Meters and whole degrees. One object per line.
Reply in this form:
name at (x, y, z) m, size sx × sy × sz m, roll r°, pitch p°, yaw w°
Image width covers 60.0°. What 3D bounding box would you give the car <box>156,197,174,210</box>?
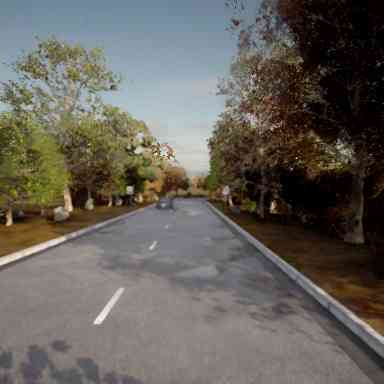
car at (-3.257, 1.362, 40.737) m, size 2.128 × 1.511 × 4.902 m, roll 0°, pitch 0°, yaw 0°
